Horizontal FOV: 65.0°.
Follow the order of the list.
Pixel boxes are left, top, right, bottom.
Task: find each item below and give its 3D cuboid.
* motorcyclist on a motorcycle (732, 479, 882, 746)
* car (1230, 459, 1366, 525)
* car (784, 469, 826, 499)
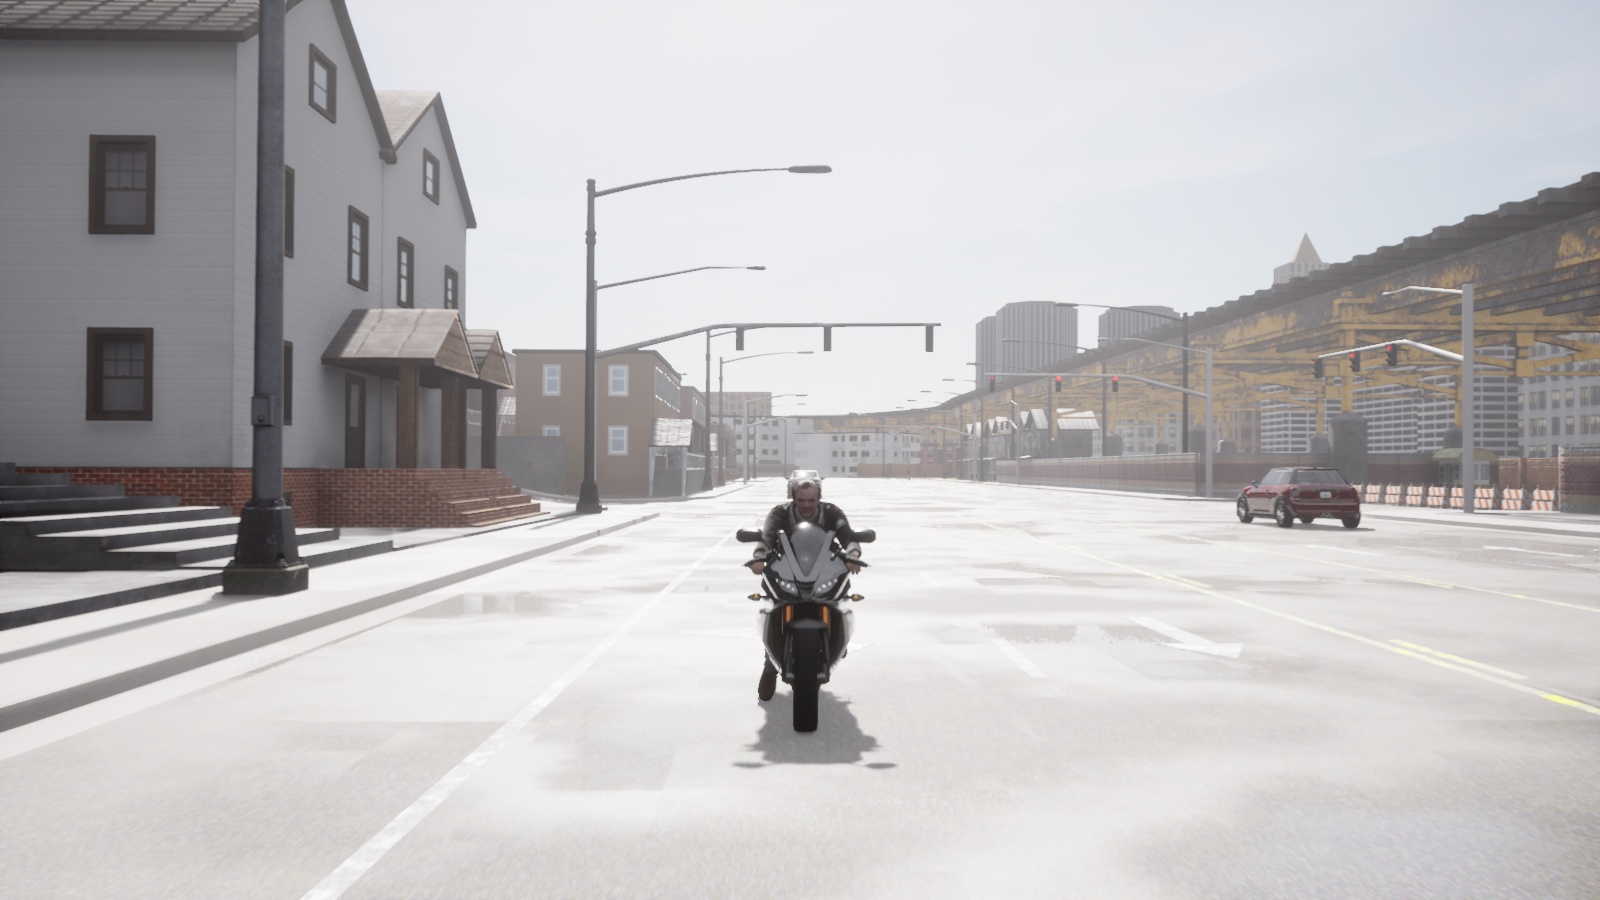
[{"bbox_3d":[0.047,0.974,8.423,0.866,1.530,2.191,0,-1,0],"label":"motorcyclist on a motorcycle"},{"bbox_3d":[14.149,1.155,35.993,2.097,1.767,4.553,0,-1,0],"label":"car"},{"bbox_3d":[0.268,1.766,66.326,2.128,1.511,4.902,0,-1,1],"label":"car"}]
